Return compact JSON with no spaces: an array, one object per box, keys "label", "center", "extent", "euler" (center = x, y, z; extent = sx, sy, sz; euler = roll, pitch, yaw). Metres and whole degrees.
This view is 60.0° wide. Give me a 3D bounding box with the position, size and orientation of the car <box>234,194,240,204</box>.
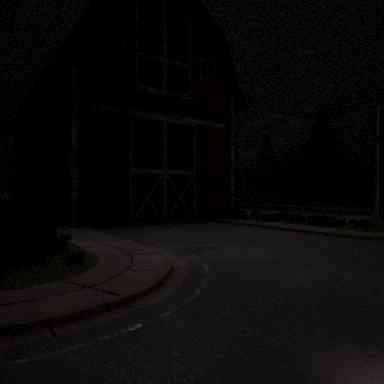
[{"label":"car","center":[4.277,1.247,46.754],"extent":[2.150,2.045,5.566],"euler":[0,0,-35]}]
